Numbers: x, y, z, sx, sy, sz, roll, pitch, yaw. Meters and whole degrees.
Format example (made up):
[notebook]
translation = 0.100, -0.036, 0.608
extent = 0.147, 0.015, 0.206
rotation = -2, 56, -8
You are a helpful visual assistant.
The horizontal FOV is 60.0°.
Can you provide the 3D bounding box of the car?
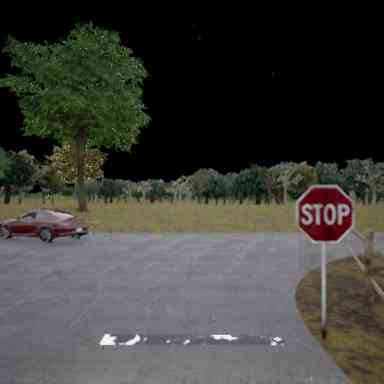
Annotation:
[car]
translation = -7.033, 1.537, 15.657
extent = 4.674, 1.442, 1.812
rotation = -1, -2, 27
